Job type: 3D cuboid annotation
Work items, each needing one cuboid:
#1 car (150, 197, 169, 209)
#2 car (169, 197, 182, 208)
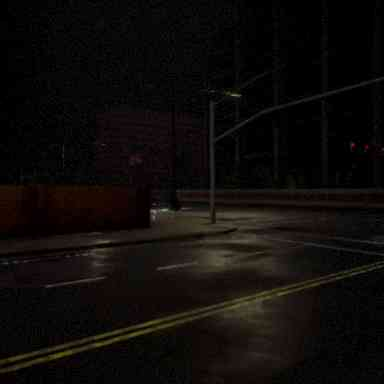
[{"bbox_3d":[-5.403,1.418,43.098,1.837,1.490,4.892,0,0,-35],"label":"car"},{"bbox_3d":[-3.188,1.426,46.036,1.812,1.442,4.674,0,0,-35],"label":"car"}]
